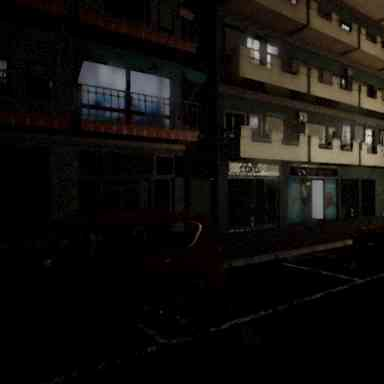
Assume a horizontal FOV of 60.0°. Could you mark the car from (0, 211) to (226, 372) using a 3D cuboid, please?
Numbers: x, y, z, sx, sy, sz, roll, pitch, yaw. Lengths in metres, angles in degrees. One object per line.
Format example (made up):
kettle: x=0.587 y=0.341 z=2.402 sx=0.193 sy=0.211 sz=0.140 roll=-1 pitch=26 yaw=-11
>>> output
car: x=-1.710 y=1.295 z=5.341 sx=5.009 sy=1.841 sz=2.192 roll=-1 pitch=0 yaw=-35

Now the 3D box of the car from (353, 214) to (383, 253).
car: x=7.522 y=1.382 z=11.902 sx=4.507 sy=1.381 sz=1.887 roll=-1 pitch=0 yaw=-35
